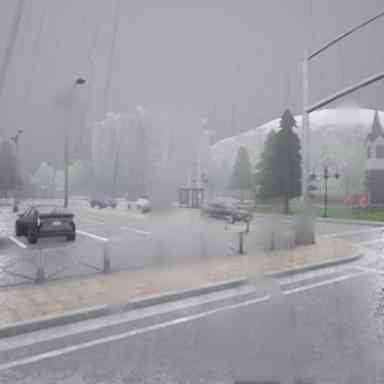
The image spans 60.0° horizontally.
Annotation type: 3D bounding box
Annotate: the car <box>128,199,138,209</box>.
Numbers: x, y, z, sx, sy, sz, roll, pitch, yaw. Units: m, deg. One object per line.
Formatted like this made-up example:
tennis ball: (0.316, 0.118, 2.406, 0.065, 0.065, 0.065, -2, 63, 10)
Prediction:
car: (-7.154, 1.652, 45.574, 1.812, 1.442, 4.674, 0, 0, -36)

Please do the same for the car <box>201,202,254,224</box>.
car: (2.700, 1.611, 26.123, 1.837, 1.490, 4.892, 0, 0, -36)

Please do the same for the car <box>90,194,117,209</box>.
car: (-12.623, 1.321, 47.092, 2.150, 2.045, 5.566, 0, 0, -36)

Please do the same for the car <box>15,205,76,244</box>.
car: (-6.681, 1.359, 15.083, 2.007, 1.523, 4.514, 0, 0, -36)

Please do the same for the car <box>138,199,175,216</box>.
car: (-3.537, 1.669, 34.607, 1.994, 1.385, 4.181, 0, 0, -36)
